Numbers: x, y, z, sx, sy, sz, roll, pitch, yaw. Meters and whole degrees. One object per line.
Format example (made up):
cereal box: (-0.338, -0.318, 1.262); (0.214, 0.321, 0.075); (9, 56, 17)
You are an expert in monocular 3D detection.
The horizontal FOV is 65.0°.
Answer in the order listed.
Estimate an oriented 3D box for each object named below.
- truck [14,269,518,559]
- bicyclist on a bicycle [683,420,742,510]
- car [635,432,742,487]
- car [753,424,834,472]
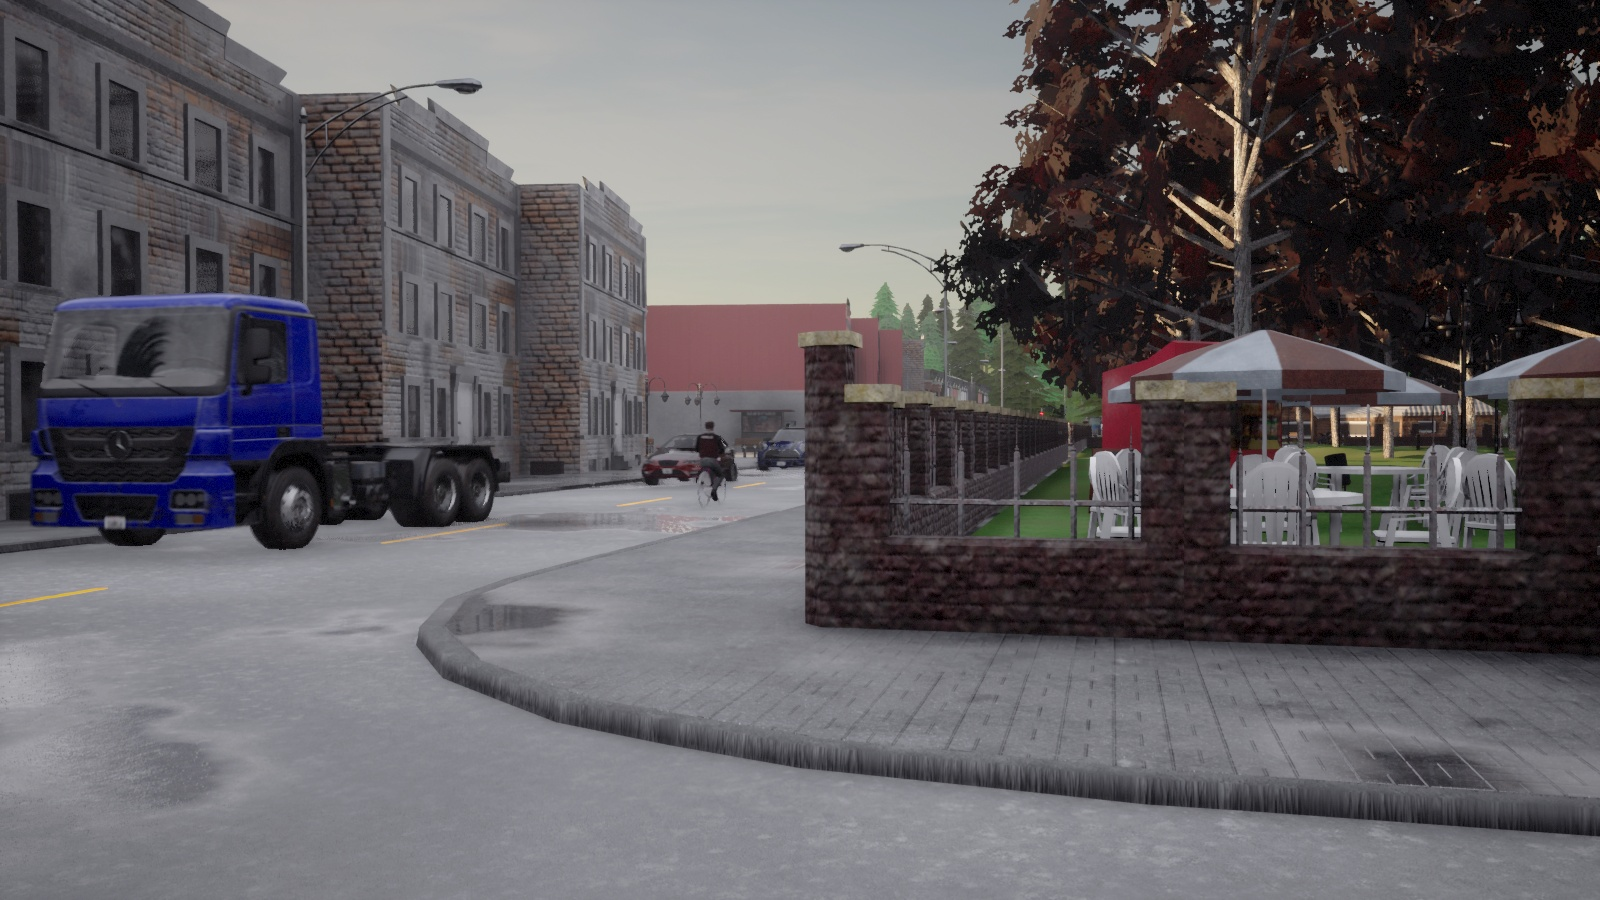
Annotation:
truck: (-7.456, -0.497, 19.199); (2.891, 3.462, 7.936); (0, 1, 14)
bicyclist on a bicycle: (-1.762, 0.274, 25.597); (0.659, 1.776, 1.843); (0, 1, 14)
car: (-3.175, 0.233, 36.581); (1.816, 1.474, 4.193); (0, 1, 14)
car: (-0.185, -0.106, 48.693); (2.097, 1.767, 4.553); (0, 1, 14)
